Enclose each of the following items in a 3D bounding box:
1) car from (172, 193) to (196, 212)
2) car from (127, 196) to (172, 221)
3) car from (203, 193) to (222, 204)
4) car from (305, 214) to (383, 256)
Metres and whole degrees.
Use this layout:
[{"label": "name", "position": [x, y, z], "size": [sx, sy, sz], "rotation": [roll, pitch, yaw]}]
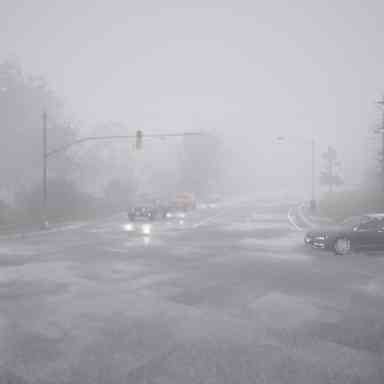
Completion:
[{"label": "car", "position": [-1.129, 1.179, 39.605], "size": [2.150, 2.045, 5.566], "rotation": [0, 2, 18]}, {"label": "car", "position": [-3.812, 1.378, 29.637], "size": [2.150, 2.045, 5.566], "rotation": [0, 1, 13]}, {"label": "car", "position": [3.177, 0.981, 51.183], "size": [1.812, 1.442, 4.674], "rotation": [0, 3, 23]}, {"label": "car", "position": [6.974, 1.642, 13.037], "size": [4.892, 1.490, 1.837], "rotation": [0, 0, 0]}]
